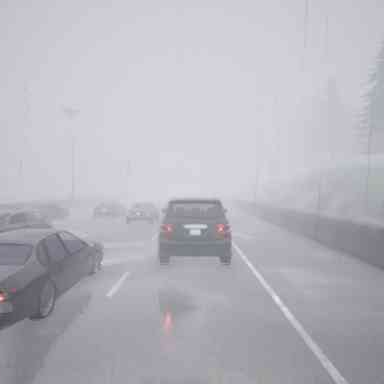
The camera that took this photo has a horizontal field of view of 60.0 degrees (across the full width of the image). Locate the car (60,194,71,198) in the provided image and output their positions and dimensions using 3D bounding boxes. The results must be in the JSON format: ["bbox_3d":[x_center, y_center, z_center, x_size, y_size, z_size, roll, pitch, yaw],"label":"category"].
[{"bbox_3d":[-24.553,1.164,65.632,1.812,1.442,4.674,0,0,0],"label":"car"}]

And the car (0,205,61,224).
[{"bbox_3d":[-6.914,1.438,12.498,1.837,1.490,4.892,0,0,0],"label":"car"}]

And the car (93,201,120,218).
[{"bbox_3d":[-6.926,1.411,28.305,1.994,1.385,4.181,0,0,0],"label":"car"}]

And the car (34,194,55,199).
[{"bbox_3d":[-28.052,1.154,64.237,1.837,1.490,4.892,0,0,0],"label":"car"}]

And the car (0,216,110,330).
[{"bbox_3d":[-3.413,1.509,7.140,2.033,1.411,5.357,0,0,0],"label":"car"}]

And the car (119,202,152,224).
[{"bbox_3d":[-3.423,1.418,23.651,2.033,1.411,5.357,0,0,0],"label":"car"}]

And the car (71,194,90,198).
[{"bbox_3d":[-21.056,1.153,64.025,1.837,1.490,4.892,0,1,0],"label":"car"}]

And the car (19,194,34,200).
[{"bbox_3d":[-31.552,1.179,64.235,1.812,1.442,4.674,0,0,0],"label":"car"}]

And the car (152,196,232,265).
[{"bbox_3d":[0.088,1.157,11.605,2.150,2.045,5.566,0,0,0],"label":"car"}]

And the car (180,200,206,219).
[{"bbox_3d":[0.074,1.409,28.293,1.994,1.385,4.181,0,0,0],"label":"car"}]

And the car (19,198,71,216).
[{"bbox_3d":[-10.423,1.421,23.526,2.033,1.411,5.357,0,0,0],"label":"car"}]
